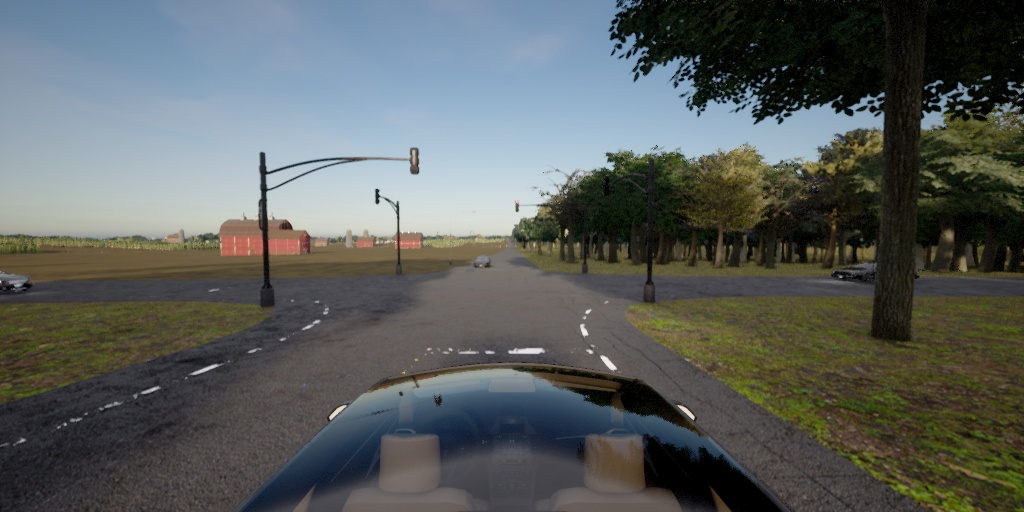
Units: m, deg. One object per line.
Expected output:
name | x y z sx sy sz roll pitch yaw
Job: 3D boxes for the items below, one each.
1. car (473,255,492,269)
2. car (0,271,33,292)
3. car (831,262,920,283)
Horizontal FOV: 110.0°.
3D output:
car | -3.474 0.718 42.773 1.882 1.535 5.008 0 2 0
car | -29.918 1.397 19.884 4.902 1.511 2.128 -1 3 -2
car | 26.795 1.167 26.456 5.357 1.411 2.033 0 3 -3
